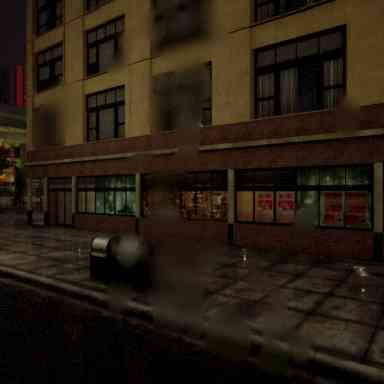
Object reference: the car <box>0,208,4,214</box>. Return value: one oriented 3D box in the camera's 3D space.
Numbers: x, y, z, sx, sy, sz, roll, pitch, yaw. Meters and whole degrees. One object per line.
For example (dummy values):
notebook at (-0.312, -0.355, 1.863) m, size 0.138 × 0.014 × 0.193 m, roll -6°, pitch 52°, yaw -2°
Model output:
car at (-19.557, 1.547, 29.114) m, size 2.033 × 1.411 × 5.357 m, roll 0°, pitch 0°, yaw 36°
